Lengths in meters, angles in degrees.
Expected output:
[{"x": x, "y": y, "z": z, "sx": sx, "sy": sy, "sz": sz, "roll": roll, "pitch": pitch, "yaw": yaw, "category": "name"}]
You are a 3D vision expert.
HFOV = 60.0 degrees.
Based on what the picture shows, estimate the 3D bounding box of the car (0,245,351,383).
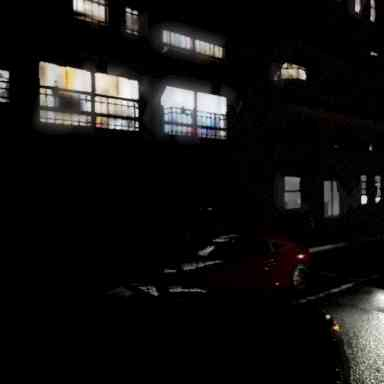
[{"x": -0.373, "y": 1.565, "z": 3.097, "sx": 4.181, "sy": 1.385, "sz": 1.994, "roll": 0, "pitch": 0, "yaw": -37, "category": "car"}]

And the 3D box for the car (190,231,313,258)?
[{"x": 0.981, "y": 1.568, "z": 7.303, "sx": 4.206, "sy": 1.307, "sz": 1.802, "roll": 0, "pitch": -1, "yaw": -37, "category": "car"}]

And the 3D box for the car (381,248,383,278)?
[{"x": 6.671, "y": 1.293, "z": 8.323, "sx": 4.553, "sy": 1.767, "sz": 2.097, "roll": 0, "pitch": 0, "yaw": -37, "category": "car"}]
